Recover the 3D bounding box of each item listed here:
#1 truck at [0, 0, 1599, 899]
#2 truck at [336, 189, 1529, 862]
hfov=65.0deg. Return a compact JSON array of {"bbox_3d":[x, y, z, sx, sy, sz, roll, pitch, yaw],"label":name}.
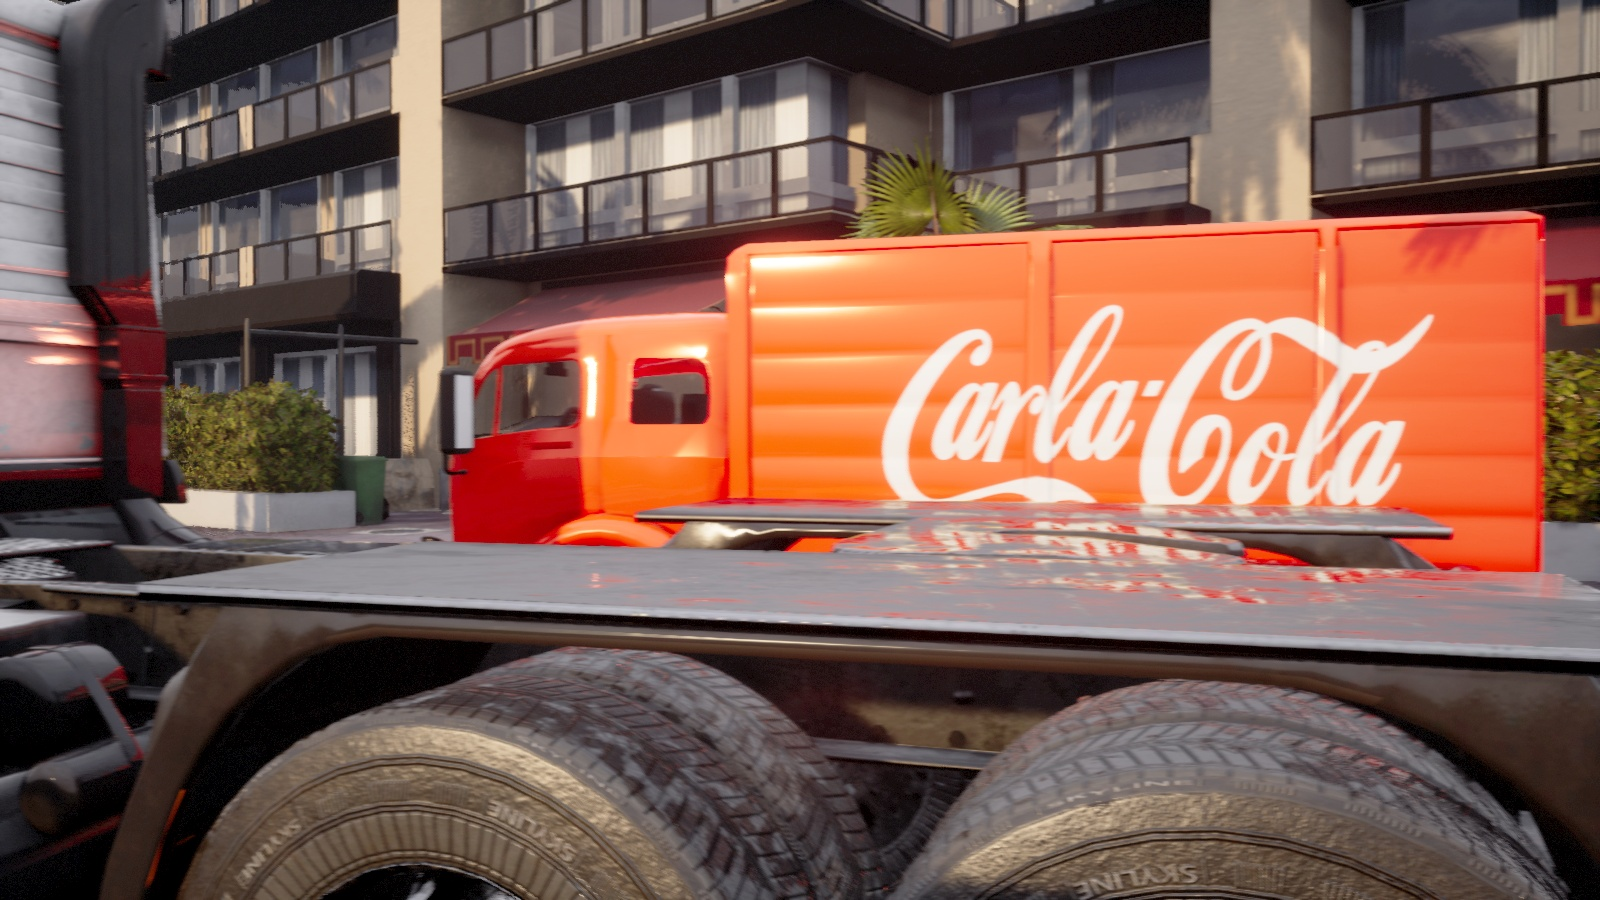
[{"bbox_3d":[-1.720,-0.220,3.744,7.936,3.462,2.891,1,1,19],"label":"truck"},{"bbox_3d":[0.589,0.239,6.660,5.204,2.467,2.627,1,1,18],"label":"truck"}]
